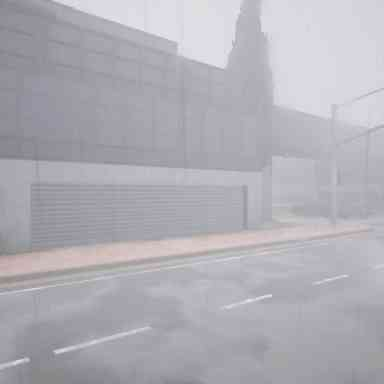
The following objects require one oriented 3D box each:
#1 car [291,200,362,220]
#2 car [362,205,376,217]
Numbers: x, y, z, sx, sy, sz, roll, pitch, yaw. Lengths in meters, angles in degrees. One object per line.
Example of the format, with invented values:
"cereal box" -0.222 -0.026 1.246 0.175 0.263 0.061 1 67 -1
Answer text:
"car" 11.109 1.551 28.432 2.033 1.411 5.357 0 0 -37
"car" 14.042 1.496 30.357 2.128 1.511 4.902 0 0 -37
